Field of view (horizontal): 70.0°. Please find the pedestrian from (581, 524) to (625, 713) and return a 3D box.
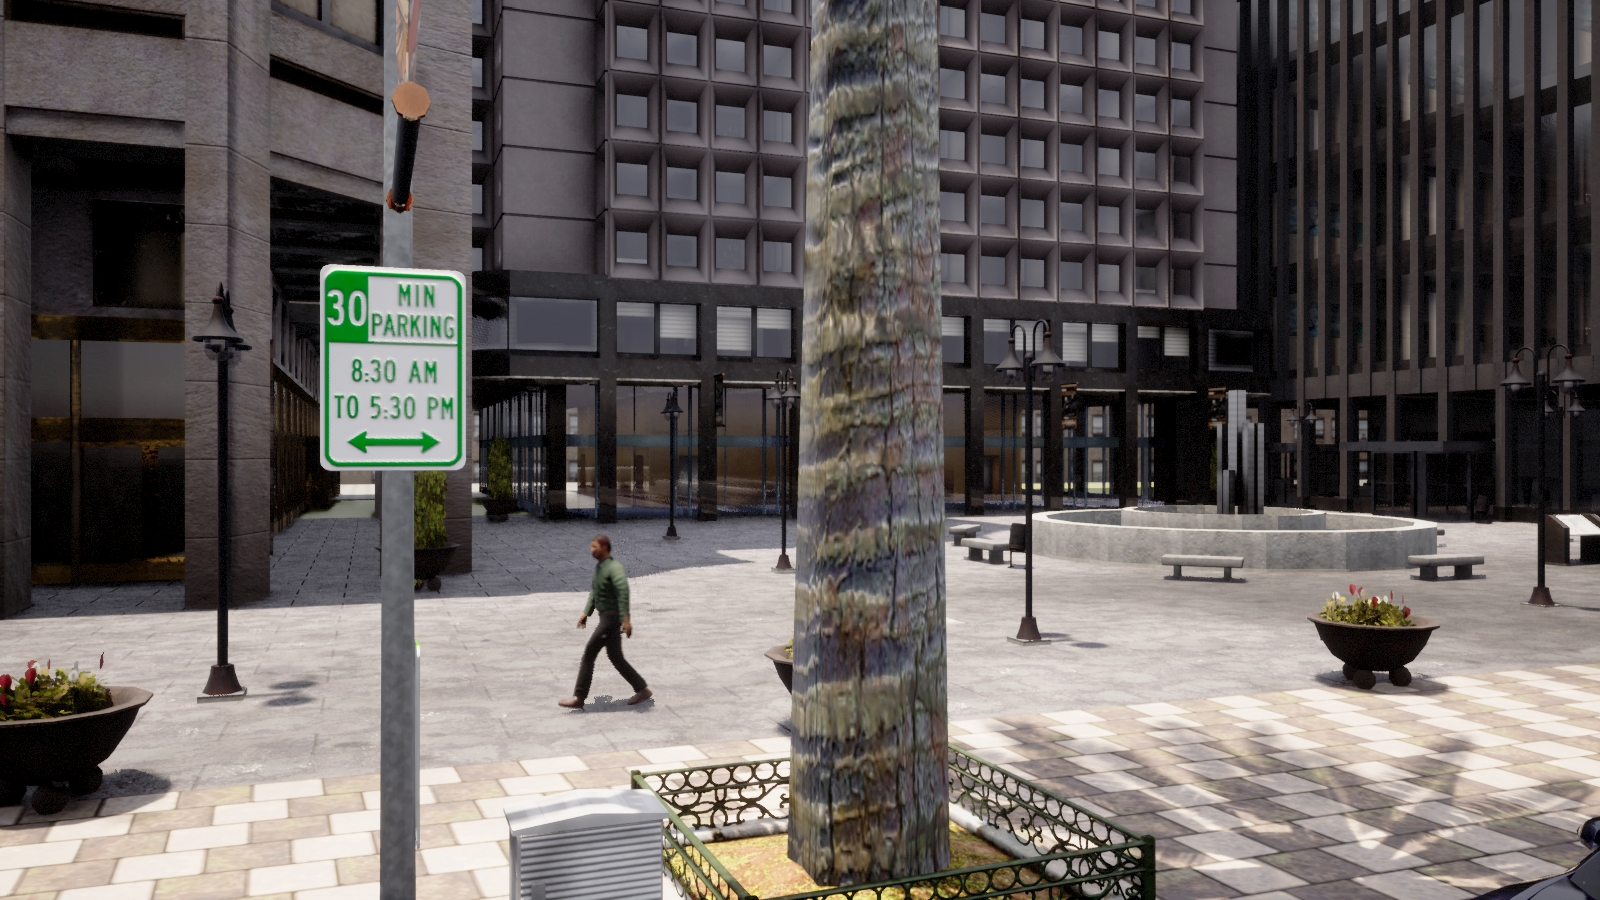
[{"bbox_3d":[-2.016,1.705,11.686,0.375,1.860,0.375,0,0,-22],"label":"pedestrian"}]
